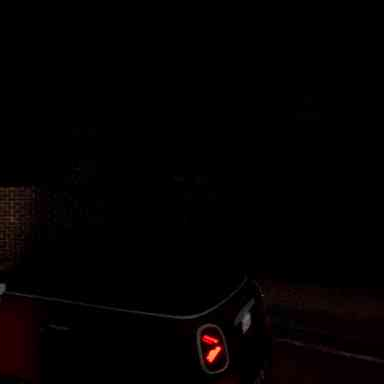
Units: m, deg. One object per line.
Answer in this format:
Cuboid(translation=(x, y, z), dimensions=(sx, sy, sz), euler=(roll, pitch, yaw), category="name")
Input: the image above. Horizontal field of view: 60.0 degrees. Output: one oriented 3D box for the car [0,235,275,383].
Cuboid(translation=(-1.351, 1.373, 4.346), dimensions=(4.553, 1.767, 2.097), euler=(0, 0, 25), category="car")
